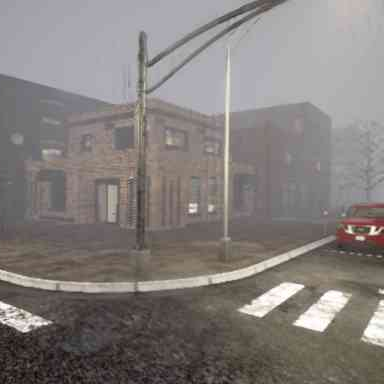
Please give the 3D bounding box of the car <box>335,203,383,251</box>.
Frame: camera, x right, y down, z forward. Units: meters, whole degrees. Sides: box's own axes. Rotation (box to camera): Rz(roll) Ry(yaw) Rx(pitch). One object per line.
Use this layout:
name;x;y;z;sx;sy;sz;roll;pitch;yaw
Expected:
car;7.724;1.420;14.360;2.192;1.841;5.009;0;0;36
